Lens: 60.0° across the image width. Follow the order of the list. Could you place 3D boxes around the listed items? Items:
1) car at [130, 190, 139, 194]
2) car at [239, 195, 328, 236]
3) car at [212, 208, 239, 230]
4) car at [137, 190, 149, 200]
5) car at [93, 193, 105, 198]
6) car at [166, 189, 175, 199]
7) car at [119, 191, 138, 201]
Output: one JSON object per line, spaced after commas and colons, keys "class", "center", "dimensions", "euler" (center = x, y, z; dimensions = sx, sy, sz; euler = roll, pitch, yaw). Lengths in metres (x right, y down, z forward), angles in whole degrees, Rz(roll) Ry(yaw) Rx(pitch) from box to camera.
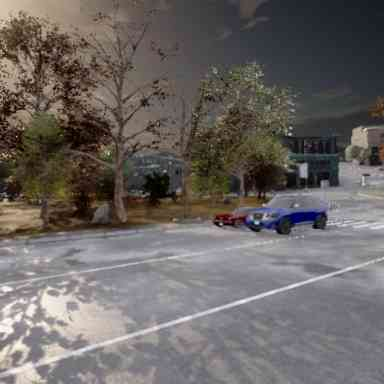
{"class": "car", "center": [-11.317, 0.654, 70.899], "dimensions": [2.435, 2.045, 5.566], "euler": [-3, 1, 15]}
{"class": "car", "center": [5.570, 1.227, 19.070], "dimensions": [5.566, 2.045, 2.150], "euler": [-1, -1, -37]}
{"class": "car", "center": [3.558, 1.658, 21.929], "dimensions": [4.718, 1.301, 1.895], "euler": [-1, 0, -37]}
{"class": "car", "center": [-8.896, 0.829, 69.001], "dimensions": [1.946, 1.575, 5.366], "euler": [-2, 2, 14]}
{"class": "car", "center": [-23.438, 1.144, 79.476], "dimensions": [2.097, 1.535, 5.008], "euler": [-1, 2, 16]}
{"class": "car", "center": [-3.964, 0.386, 65.862], "dimensions": [2.435, 2.045, 5.566], "euler": [-3, 1, 14]}
{"class": "car", "center": [-13.746, 0.848, 72.602], "dimensions": [2.185, 1.767, 4.553], "euler": [-2, 2, 15]}
